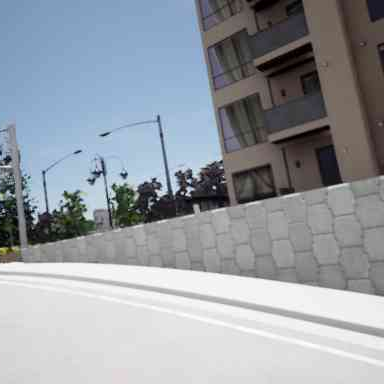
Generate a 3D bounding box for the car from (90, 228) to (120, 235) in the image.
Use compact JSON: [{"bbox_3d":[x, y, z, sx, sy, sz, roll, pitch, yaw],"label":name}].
[{"bbox_3d":[-10.010,5.165,36.668,2.150,2.045,5.566,-14,-8,36],"label":"car"}]
